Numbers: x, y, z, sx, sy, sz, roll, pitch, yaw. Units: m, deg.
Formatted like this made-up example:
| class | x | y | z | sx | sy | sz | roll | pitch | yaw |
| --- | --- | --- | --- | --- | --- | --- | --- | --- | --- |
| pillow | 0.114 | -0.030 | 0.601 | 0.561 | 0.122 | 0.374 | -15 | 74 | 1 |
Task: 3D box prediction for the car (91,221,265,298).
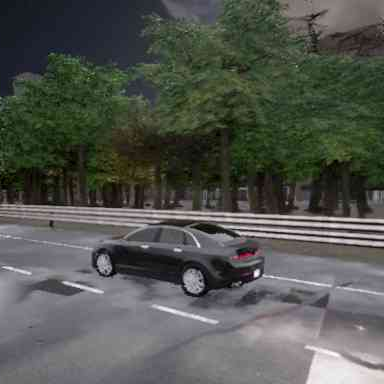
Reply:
| class | x | y | z | sx | sy | sz | roll | pitch | yaw |
| --- | --- | --- | --- | --- | --- | --- | --- | --- | --- |
| car | -0.579 | 1.511 | 8.583 | 4.892 | 1.490 | 1.837 | 0 | 0 | 36 |
